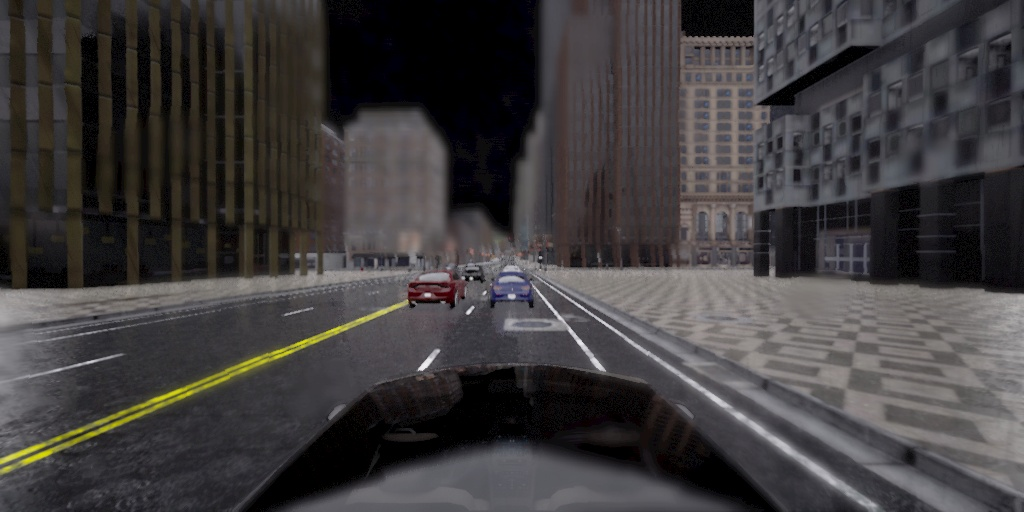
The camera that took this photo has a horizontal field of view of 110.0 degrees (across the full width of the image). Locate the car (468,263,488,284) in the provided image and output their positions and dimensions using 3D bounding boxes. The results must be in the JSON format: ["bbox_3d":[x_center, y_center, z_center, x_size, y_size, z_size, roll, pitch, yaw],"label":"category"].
[{"bbox_3d":[-3.255,1.573,31.145,1.837,1.490,4.892,0,0,0],"label":"car"}]

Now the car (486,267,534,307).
[{"bbox_3d":[0.001,1.421,16.227,1.812,1.442,4.674,0,0,0],"label":"car"}]

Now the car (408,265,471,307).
[{"bbox_3d":[-3.248,1.374,16.319,1.882,1.535,5.008,0,0,0],"label":"car"}]

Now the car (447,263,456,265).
[{"bbox_3d":[-9.775,1.878,57.297,2.128,1.511,4.902,0,-1,0],"label":"car"}]
